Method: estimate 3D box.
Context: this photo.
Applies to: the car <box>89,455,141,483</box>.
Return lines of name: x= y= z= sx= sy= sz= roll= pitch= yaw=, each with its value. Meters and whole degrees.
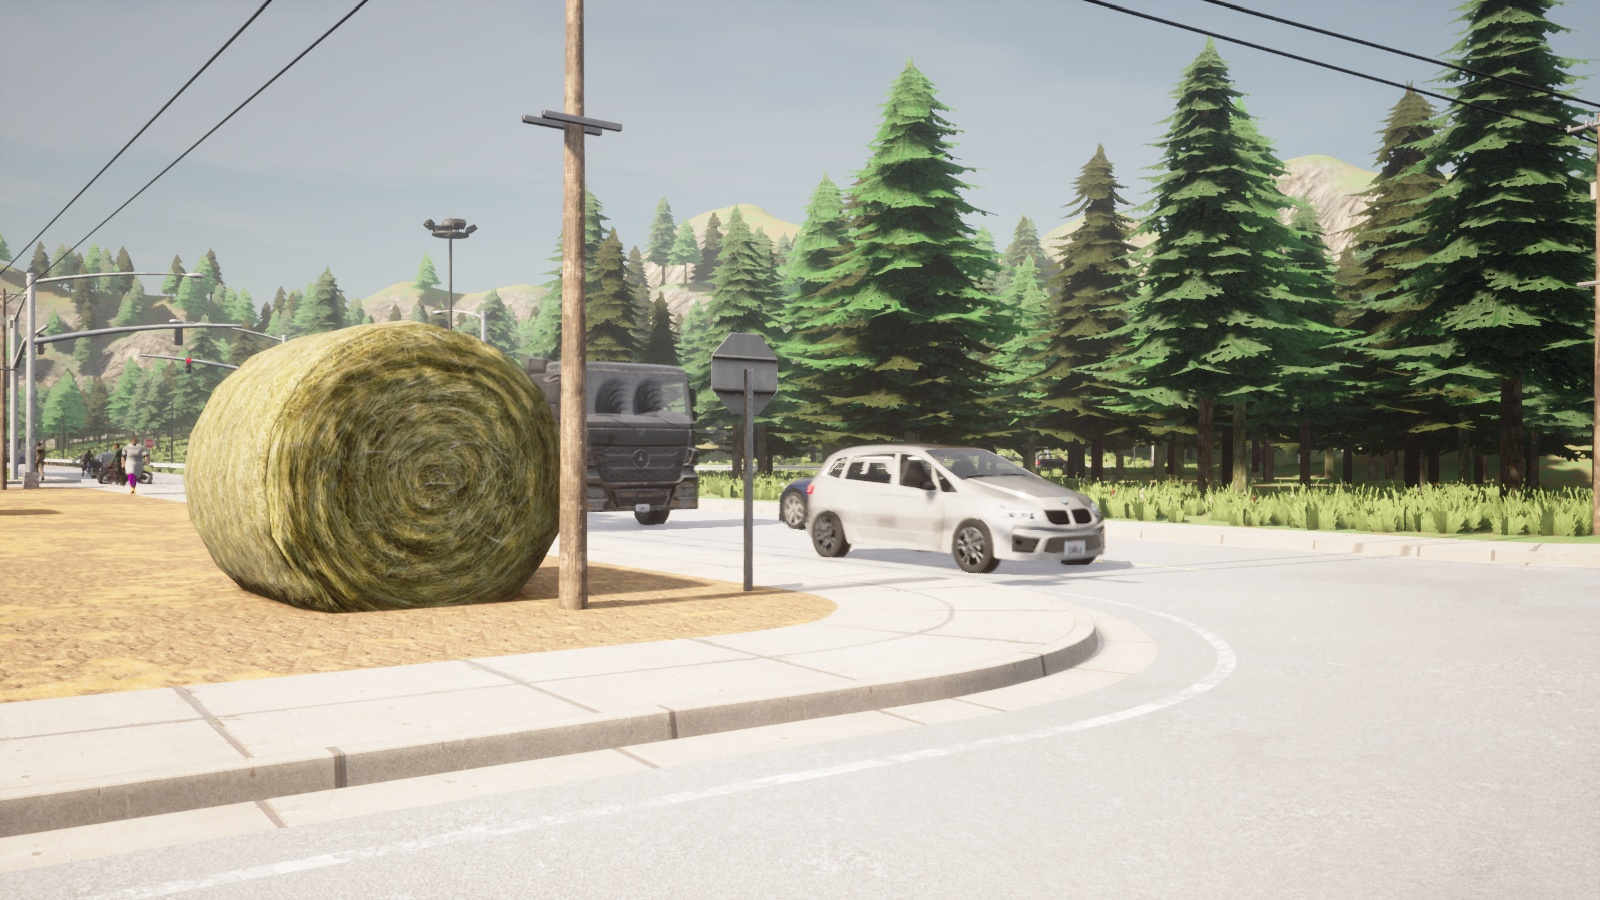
car: x=-38.275 y=1.037 z=70.097 sx=1.837 sy=1.490 sz=4.892 roll=0 pitch=0 yaw=-38

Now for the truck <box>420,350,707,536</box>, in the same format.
truck: x=-5.443 y=-0.124 z=27.511 sx=2.891 sy=3.462 sz=7.936 roll=0 pitch=0 yaw=-38

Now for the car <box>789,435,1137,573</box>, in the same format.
car: x=2.138 y=0.663 z=17.677 sx=2.242 sy=1.667 sz=4.611 roll=0 pitch=0 yaw=-38

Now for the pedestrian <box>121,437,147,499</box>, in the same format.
pedestrian: x=-21.127 y=0.568 z=39.819 sx=0.659 sy=1.952 sz=0.873 roll=0 pitch=0 yaw=-33

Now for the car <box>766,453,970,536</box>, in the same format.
car: x=1.262 y=0.802 z=24.548 sx=1.970 sy=1.475 sz=3.806 roll=0 pitch=0 yaw=-38

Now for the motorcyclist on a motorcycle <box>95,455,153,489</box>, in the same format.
motorcyclist on a motorcycle: x=-30.766 y=0.999 z=57.148 sx=2.191 sy=1.530 sz=0.866 roll=0 pitch=0 yaw=-39

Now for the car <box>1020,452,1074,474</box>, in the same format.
car: x=17.822 y=0.916 z=90.697 sx=3.705 sy=1.549 sz=1.789 roll=0 pitch=0 yaw=-36

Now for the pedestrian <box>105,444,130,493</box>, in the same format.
pedestrian: x=-27.469 y=0.731 z=50.565 sx=0.788 sy=1.949 sz=0.423 roll=0 pitch=0 yaw=1

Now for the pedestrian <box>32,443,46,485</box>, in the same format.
pedestrian: x=-35.446 y=0.633 z=58.498 sx=0.692 sy=1.930 sz=0.396 roll=0 pitch=0 yaw=44
